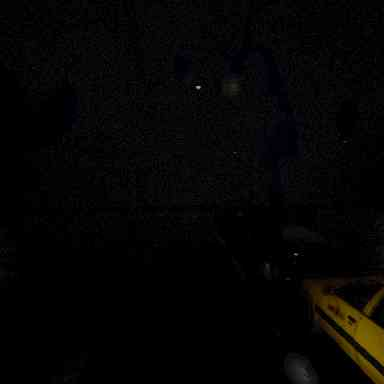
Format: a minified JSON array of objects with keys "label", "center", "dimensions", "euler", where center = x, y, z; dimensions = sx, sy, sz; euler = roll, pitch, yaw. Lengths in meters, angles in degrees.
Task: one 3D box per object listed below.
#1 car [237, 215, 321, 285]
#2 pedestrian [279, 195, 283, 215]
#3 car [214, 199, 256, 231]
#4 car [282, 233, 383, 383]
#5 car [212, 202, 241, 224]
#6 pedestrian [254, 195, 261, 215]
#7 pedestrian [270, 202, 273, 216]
[{"label":"car","center":[2.635,1.554,9.279],"dimensions":[2.008,1.369,4.403],"euler":[0,0,0]},{"label":"pedestrian","center":[8.006,1.135,29.949],"dimensions":[0.375,1.860,0.375],"euler":[0,0,0]},{"label":"car","center":[2.634,1.326,20.371],"dimensions":[2.192,1.841,5.009],"euler":[0,0,0]},{"label":"car","center":[2.636,1.525,3.905],"dimensions":[1.752,1.417,4.829],"euler":[0,0,0]},{"label":"car","center":[2.633,1.540,26.086],"dimensions":[1.752,1.417,4.829],"euler":[0,0,0]},{"label":"pedestrian","center":[6.006,1.160,30.549],"dimensions":[0.375,1.860,0.375],"euler":[0,0,0]},{"label":"pedestrian","center":[7.006,1.431,29.349],"dimensions":[0.375,1.300,0.375],"euler":[0,0,0]}]
